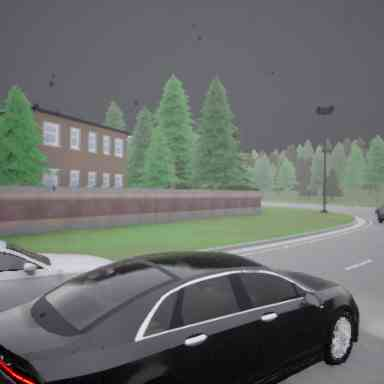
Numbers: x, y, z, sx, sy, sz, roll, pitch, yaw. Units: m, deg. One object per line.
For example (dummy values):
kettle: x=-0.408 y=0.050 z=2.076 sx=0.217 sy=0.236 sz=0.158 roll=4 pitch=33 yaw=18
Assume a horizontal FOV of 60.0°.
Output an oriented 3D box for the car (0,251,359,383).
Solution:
car: x=0.242 y=1.527 z=4.171 sx=4.892 sy=1.490 sz=1.837 roll=1 pitch=0 yaw=-38

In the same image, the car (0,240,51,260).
car: x=-3.555 y=1.531 z=5.696 sx=4.674 sy=1.442 sz=1.812 roll=0 pitch=0 yaw=-35

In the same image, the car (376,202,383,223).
car: x=16.602 y=1.595 z=27.668 sx=2.097 sy=1.767 sz=4.553 roll=0 pitch=0 yaw=27
